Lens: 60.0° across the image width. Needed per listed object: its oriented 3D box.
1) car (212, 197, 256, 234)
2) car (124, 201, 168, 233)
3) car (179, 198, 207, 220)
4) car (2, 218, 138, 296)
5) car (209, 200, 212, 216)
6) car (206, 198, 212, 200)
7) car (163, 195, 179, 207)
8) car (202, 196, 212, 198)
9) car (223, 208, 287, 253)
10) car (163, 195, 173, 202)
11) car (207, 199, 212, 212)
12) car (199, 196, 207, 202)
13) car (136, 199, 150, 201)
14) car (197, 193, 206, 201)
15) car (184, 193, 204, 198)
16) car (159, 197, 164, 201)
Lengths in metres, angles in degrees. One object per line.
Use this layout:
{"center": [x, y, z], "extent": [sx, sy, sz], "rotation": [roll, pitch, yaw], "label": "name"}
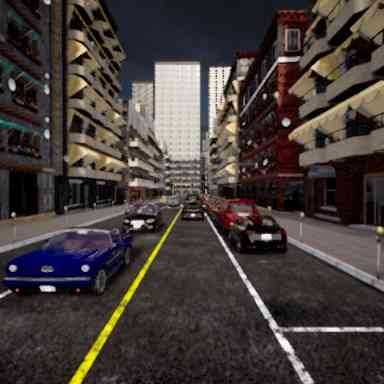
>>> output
{"center": [2.552, 1.323, 19.017], "extent": [2.192, 1.841, 5.009], "rotation": [-1, 0, 0], "label": "car"}
{"center": [-2.812, 1.501, 19.667], "extent": [2.128, 1.511, 4.902], "rotation": [0, 0, 0], "label": "car"}
{"center": [0.082, 1.519, 28.096], "extent": [1.837, 1.490, 4.892], "rotation": [0, 1, 0], "label": "car"}
{"center": [-2.847, 1.605, 8.774], "extent": [1.895, 1.301, 4.718], "rotation": [0, 0, 0], "label": "car"}
{"center": [2.555, 1.561, 24.565], "extent": [2.008, 1.369, 4.403], "rotation": [-1, 0, 0], "label": "car"}
{"center": [2.554, 1.596, 35.664], "extent": [1.802, 1.307, 4.206], "rotation": [-1, 0, 0], "label": "car"}
{"center": [-2.822, 1.566, 51.762], "extent": [2.033, 1.411, 5.357], "rotation": [0, 0, 0], "label": "car"}
{"center": [2.554, 1.581, 41.213], "extent": [1.947, 1.339, 4.313], "rotation": [-1, 0, 0], "label": "car"}
{"center": [2.556, 1.572, 13.468], "extent": [1.947, 1.339, 4.313], "rotation": [-1, 0, 0], "label": "car"}
{"center": [-5.331, 1.464, 74.485], "extent": [1.967, 1.590, 4.097], "rotation": [-1, 0, 0], "label": "car"}
{"center": [2.555, 1.594, 30.115], "extent": [1.802, 1.307, 4.206], "rotation": [-1, 0, 0], "label": "car"}
{"center": [2.551, 1.606, 80.056], "extent": [1.802, 1.307, 4.206], "rotation": [-1, 0, 0], "label": "car"}
{"center": [-5.328, 1.455, 35.642], "extent": [1.967, 1.590, 4.097], "rotation": [-1, 0, 0], "label": "car"}
{"center": [2.547, 1.340, 91.153], "extent": [2.192, 1.841, 5.009], "rotation": [-1, 0, 0], "label": "car"}
{"center": [0.083, 1.239, 43.710], "extent": [2.150, 2.045, 5.566], "rotation": [0, 0, 0], "label": "car"}
{"center": [-5.329, 1.547, 63.217], "extent": [1.752, 1.417, 4.829], "rotation": [-1, 0, 0], "label": "car"}
